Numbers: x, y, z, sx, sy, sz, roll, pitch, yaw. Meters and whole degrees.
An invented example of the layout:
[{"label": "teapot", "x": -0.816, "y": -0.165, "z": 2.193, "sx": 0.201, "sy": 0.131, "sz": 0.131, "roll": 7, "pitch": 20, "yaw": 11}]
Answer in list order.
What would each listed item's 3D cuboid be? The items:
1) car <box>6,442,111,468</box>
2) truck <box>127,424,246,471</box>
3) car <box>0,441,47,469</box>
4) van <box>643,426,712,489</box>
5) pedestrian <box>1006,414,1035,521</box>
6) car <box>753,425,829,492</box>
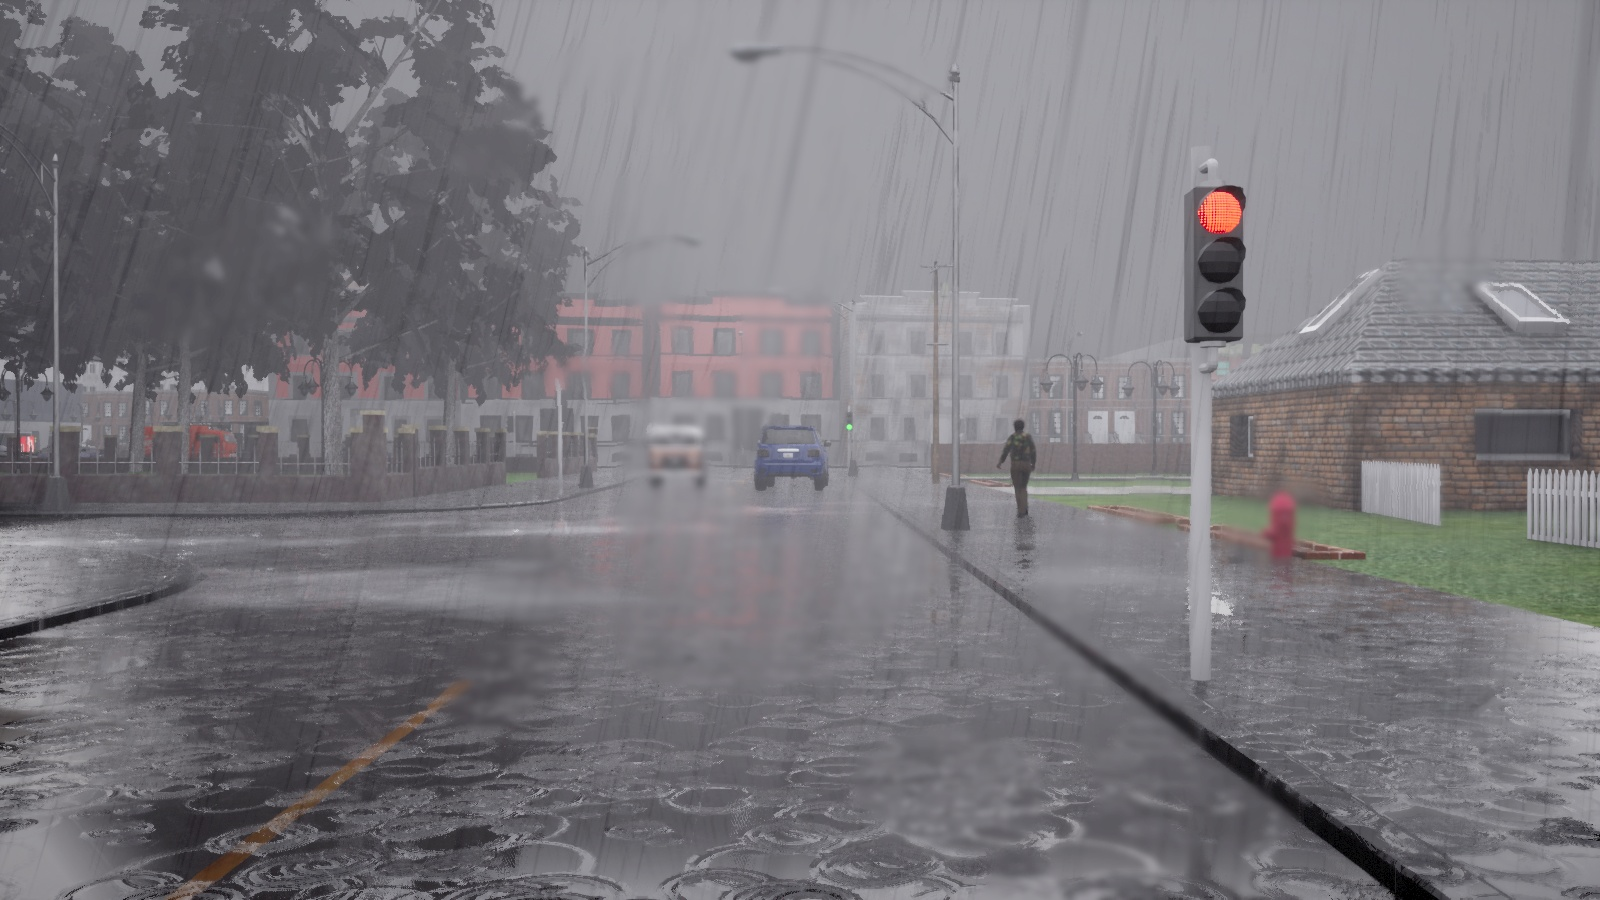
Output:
[{"label": "car", "x": -42.913, "y": 0.301, "z": 72.748, "sx": 4.792, "sy": 1.488, "sz": 2.163, "roll": 0, "pitch": 0, "yaw": 0}, {"label": "truck", "x": -33.550, "y": -0.143, "z": 68.771, "sx": 5.204, "sy": 2.467, "sz": 2.627, "roll": -1, "pitch": 0, "yaw": 0}, {"label": "car", "x": -44.287, "y": 0.279, "z": 68.743, "sx": 4.902, "sy": 1.511, "sz": 2.128, "roll": 0, "pitch": 0, "yaw": 0}, {"label": "van", "x": -4.137, "y": 0.224, "z": 42.958, "sx": 2.069, "sy": 2.038, "sz": 4.480, "roll": 0, "pitch": 0, "yaw": -2}, {"label": "pedestrian", "x": 4.054, "y": 0.319, "z": 23.109, "sx": 0.395, "sy": 1.930, "sz": 0.692, "roll": 0, "pitch": 0, "yaw": -1}, {"label": "car", "x": -0.219, "y": 0.234, "z": 40.898, "sx": 2.150, "sy": 2.045, "sz": 5.566, "roll": 0, "pitch": 0, "yaw": 3}]
